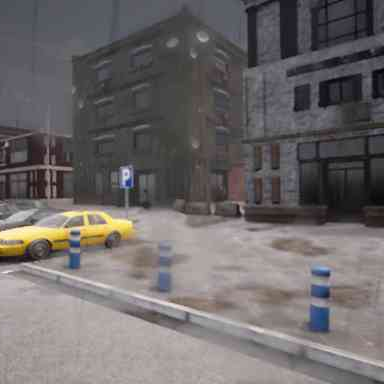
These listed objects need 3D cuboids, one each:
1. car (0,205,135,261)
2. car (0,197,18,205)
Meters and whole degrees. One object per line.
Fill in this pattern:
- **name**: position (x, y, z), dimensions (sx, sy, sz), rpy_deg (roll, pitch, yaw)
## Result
- **car**: position (-4.489, 1.388, 12.173), dimensions (1.946, 1.575, 5.366), rpy_deg (1, 0, 37)
- **car**: position (-8.815, 1.217, 15.591), dimensions (2.185, 1.767, 4.553), rpy_deg (0, 0, 37)
